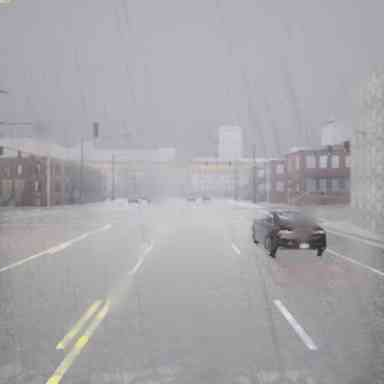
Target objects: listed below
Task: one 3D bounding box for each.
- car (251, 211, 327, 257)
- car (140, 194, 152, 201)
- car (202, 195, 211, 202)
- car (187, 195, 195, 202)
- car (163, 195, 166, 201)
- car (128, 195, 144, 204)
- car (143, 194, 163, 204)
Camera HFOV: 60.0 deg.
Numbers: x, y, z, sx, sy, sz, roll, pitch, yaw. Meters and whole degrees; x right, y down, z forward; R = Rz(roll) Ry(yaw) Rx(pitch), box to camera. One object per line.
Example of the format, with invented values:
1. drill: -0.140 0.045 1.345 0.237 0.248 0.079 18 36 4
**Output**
1. car: 3.542 1.487 12.875 2.128 1.511 4.902 0 0 0
2. car: -10.670 1.247 77.220 2.033 1.411 5.357 0 0 0
3. car: 3.335 1.402 75.110 1.837 1.490 4.892 0 0 0
4. car: -0.165 1.422 75.098 2.128 1.511 4.902 0 0 0
5. car: -7.171 1.407 77.444 2.128 1.511 4.902 0 0 0
6. car: -10.658 1.402 61.599 1.837 1.490 4.892 0 0 0
7. car: -7.156 1.455 61.815 2.033 1.411 5.357 0 0 0
